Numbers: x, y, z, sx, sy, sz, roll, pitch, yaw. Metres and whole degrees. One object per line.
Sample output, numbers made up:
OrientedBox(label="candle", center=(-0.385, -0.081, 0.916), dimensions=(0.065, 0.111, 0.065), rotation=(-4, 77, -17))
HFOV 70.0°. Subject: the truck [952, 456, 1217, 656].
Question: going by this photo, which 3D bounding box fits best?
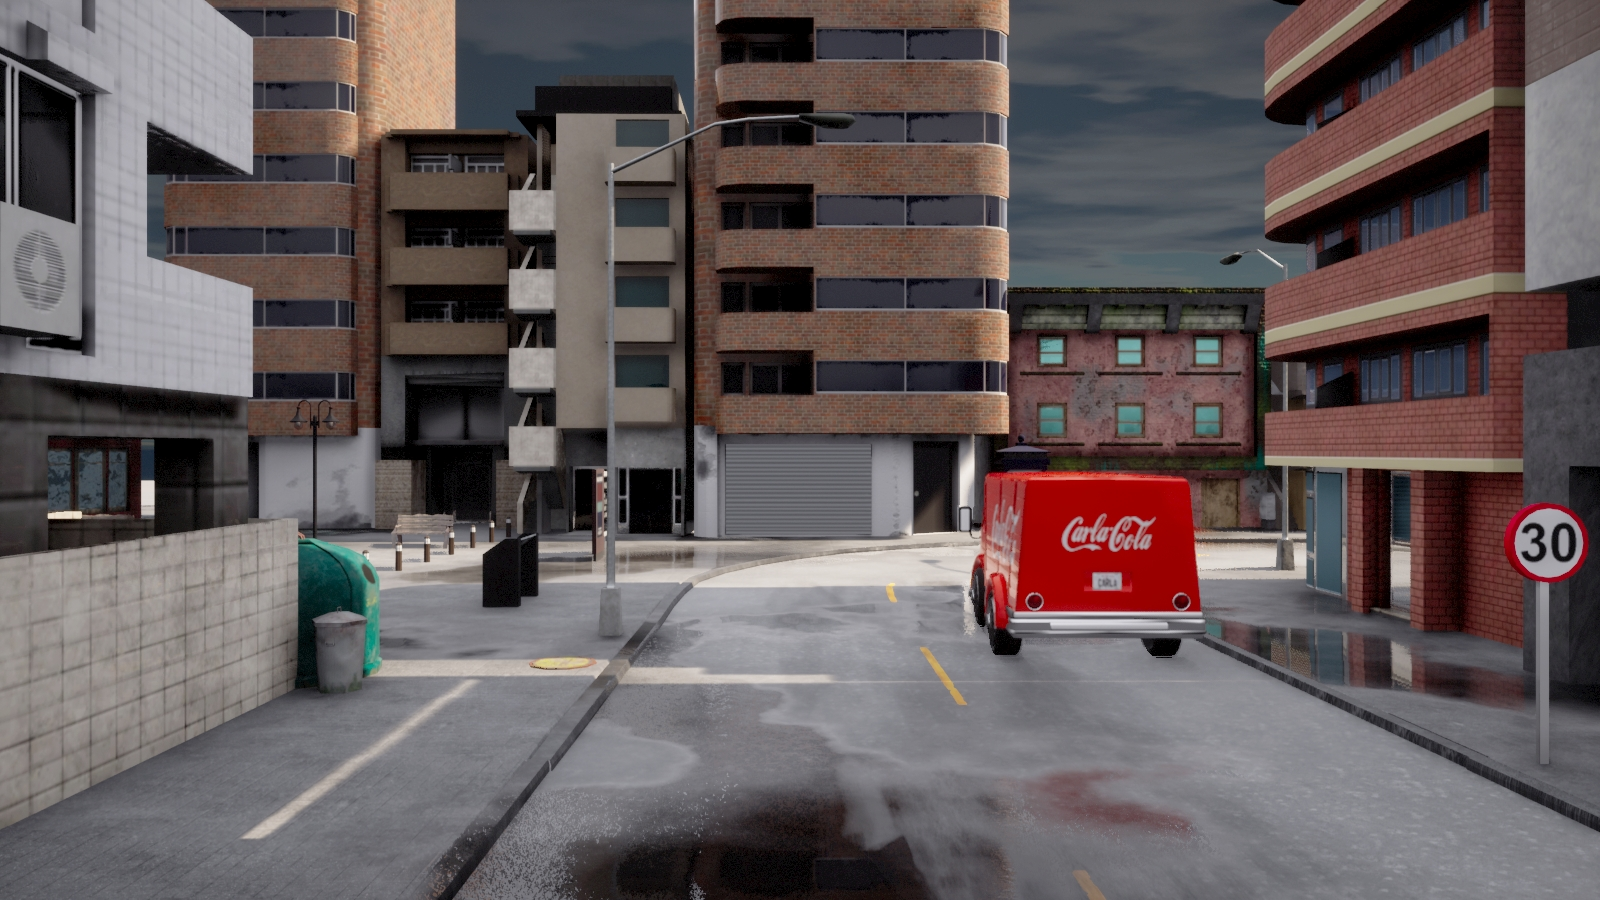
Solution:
OrientedBox(label="truck", center=(3.865, 1.345, 16.758), dimensions=(2.627, 2.467, 5.204), rotation=(0, -1, 1))
